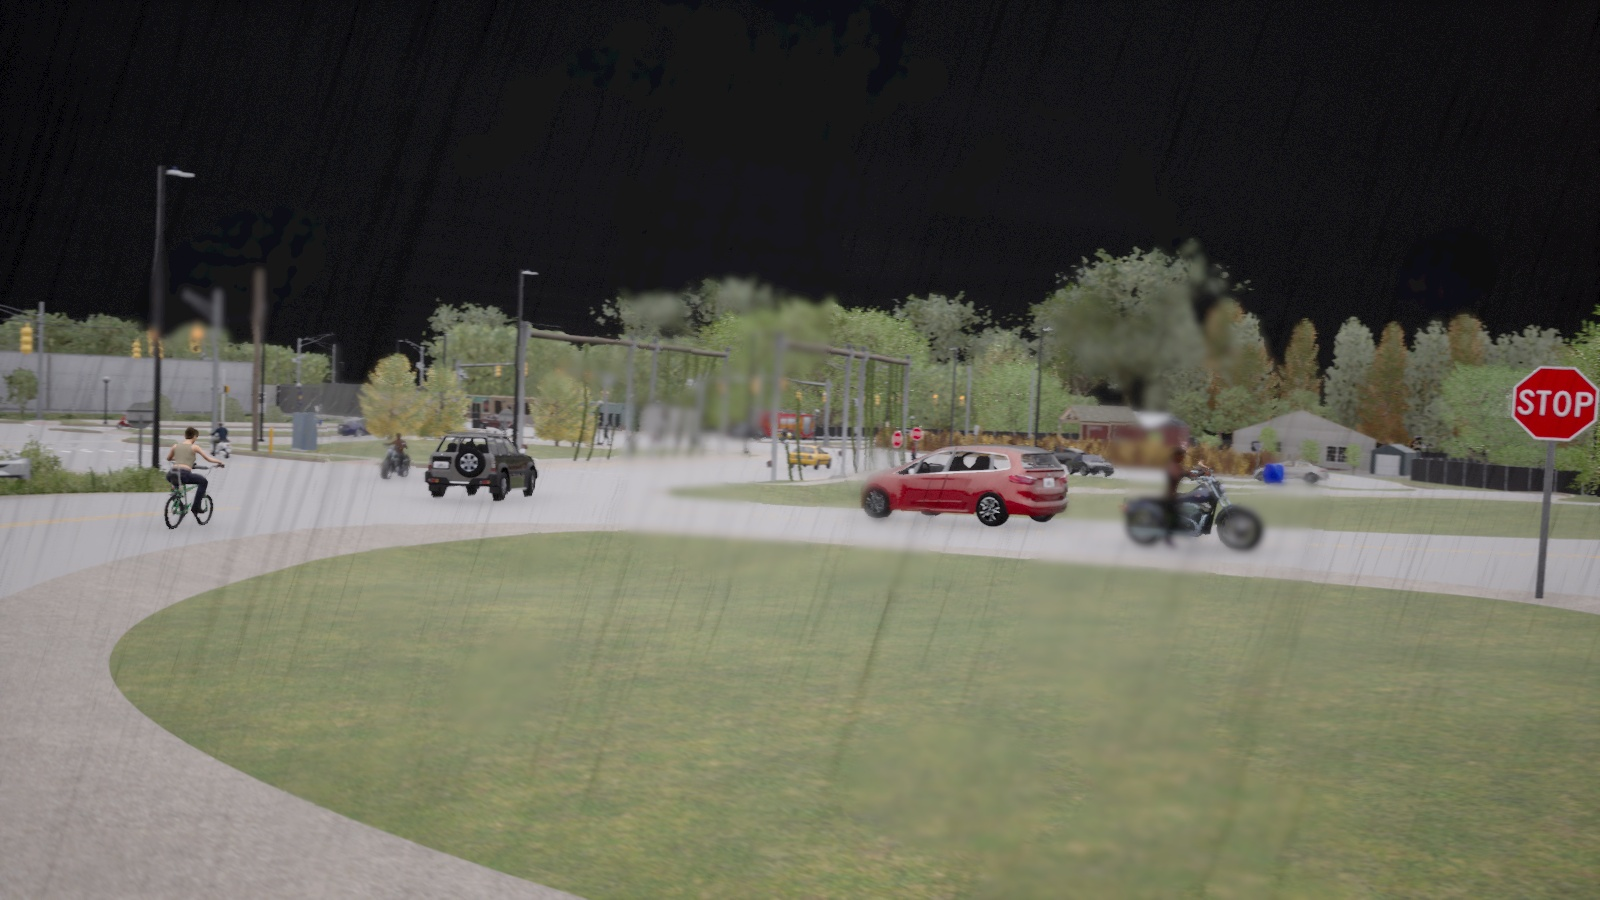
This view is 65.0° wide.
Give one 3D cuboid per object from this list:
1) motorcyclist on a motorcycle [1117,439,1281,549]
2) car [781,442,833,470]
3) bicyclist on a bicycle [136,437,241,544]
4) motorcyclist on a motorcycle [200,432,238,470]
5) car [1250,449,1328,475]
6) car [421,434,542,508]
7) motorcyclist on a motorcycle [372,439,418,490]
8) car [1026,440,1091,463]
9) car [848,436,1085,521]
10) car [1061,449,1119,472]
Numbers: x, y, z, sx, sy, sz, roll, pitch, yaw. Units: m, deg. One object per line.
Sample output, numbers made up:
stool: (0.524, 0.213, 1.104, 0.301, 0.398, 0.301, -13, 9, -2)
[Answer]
motorcyclist on a motorcycle: (6.314, 0.670, 19.989, 2.350, 1.649, 0.766, -1, 0, 43)
car: (0.496, 0.340, 77.211, 1.801, 1.575, 5.366, 3, 2, 16)
bicyclist on a bicycle: (-9.732, 0.620, 20.047, 0.866, 1.612, 1.509, 2, 0, 1)
motorcyclist on a motorcycle: (-25.660, 0.039, 55.429, 1.817, 1.590, 0.866, 2, 2, 41)
car: (34.584, 0.823, 88.847, 5.027, 1.651, 2.152, 2, 1, 23)
car: (-8.625, 0.552, 34.435, 1.932, 1.855, 4.605, 1, 0, 3)
motorcyclist on a motorcycle: (-13.997, 0.493, 43.451, 0.766, 1.649, 2.350, 1, 2, 2)
car: (19.753, 0.091, 96.039, 2.007, 1.525, 4.514, -1, 4, -43)
car: (3.552, 0.584, 27.274, 4.611, 1.667, 2.242, -1, 1, 42)
car: (18.487, 0.650, 80.319, 2.033, 1.411, 5.357, 1, 0, -4)
